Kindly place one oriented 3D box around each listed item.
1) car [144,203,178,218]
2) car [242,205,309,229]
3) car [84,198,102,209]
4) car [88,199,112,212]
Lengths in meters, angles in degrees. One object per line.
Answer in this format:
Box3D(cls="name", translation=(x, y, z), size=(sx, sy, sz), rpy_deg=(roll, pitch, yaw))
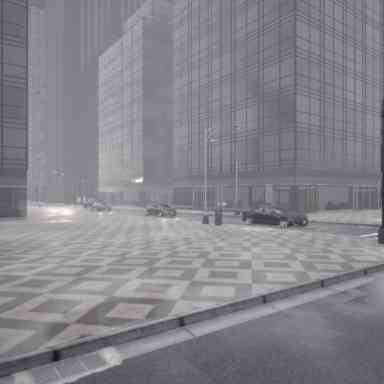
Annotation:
Box3D(cls="car", translation=(-3.436, 1.964, 35.952), size=(1.837, 1.490, 4.892), rpy_deg=(0, -1, -36))
Box3D(cls="car", translation=(5.725, 1.696, 23.312), size=(1.882, 1.535, 5.008), rpy_deg=(0, -1, -36))
Box3D(cls="car", translation=(-18.271, 2.148, 61.882), size=(2.150, 2.045, 5.566), rpy_deg=(0, -1, -37))
Box3D(cls="car", translation=(-13.713, 2.260, 50.281), size=(1.812, 1.442, 4.674), rpy_deg=(0, -1, -36))
